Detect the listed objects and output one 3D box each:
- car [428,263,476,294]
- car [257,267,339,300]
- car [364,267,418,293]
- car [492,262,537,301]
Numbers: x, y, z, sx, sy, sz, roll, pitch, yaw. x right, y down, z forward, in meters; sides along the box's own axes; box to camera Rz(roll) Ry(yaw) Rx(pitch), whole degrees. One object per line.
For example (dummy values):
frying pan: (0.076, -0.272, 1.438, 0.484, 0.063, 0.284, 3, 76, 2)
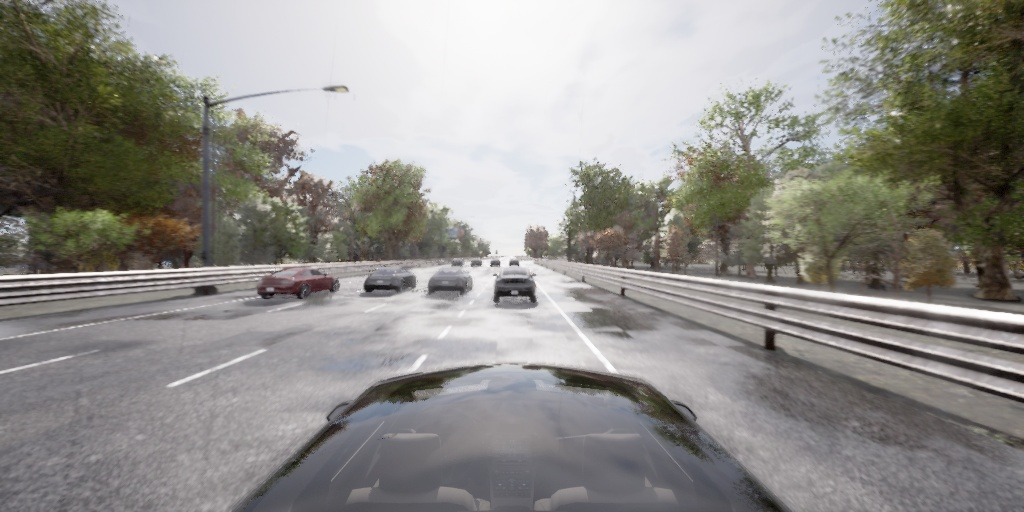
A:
car: (-3.361, 1.310, 20.118, 1.994, 1.385, 4.181, 0, 0, 0)
car: (-10.370, 1.270, 17.699, 1.812, 1.442, 4.674, 0, 0, 0)
car: (-6.859, 1.309, 20.678, 1.994, 1.385, 4.181, 0, 0, 0)
car: (0.130, 1.252, 17.175, 1.837, 1.490, 4.892, 0, 0, 0)
